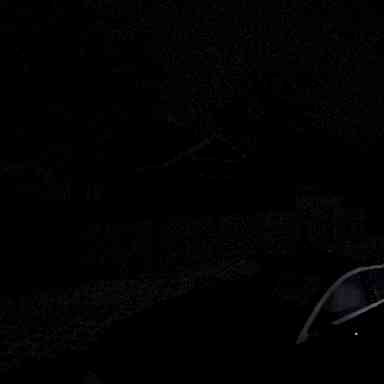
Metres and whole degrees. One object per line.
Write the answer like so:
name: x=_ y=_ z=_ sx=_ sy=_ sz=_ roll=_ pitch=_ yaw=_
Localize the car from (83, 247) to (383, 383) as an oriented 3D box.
car: x=1.251 y=1.491 z=3.936 sx=4.902 sy=1.511 sz=2.128 roll=0 pitch=0 yaw=-35
